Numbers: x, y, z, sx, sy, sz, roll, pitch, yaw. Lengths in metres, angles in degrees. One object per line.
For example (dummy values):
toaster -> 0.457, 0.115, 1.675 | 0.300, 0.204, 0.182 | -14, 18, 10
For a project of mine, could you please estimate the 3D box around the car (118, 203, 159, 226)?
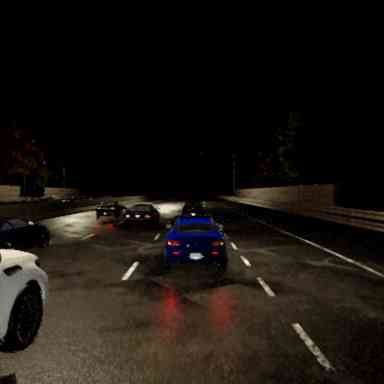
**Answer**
car -> -3.403, 1.563, 23.303 | 2.033, 1.411, 5.357 | 0, 0, 0

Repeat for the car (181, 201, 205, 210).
car -> 0.095, 1.527, 28.918 | 1.837, 1.490, 4.892 | 0, 0, 0

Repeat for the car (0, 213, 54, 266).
car -> -6.902, 1.570, 12.130 | 1.994, 1.385, 4.181 | 0, 0, 0

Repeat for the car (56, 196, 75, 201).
car -> -24.513, 1.597, 66.076 | 2.128, 1.511, 4.902 | 0, 0, 0

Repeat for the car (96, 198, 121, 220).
car -> -6.904, 1.513, 28.847 | 2.128, 1.511, 4.902 | 0, 0, 0

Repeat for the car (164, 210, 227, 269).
car -> 0.098, 1.531, 11.108 | 1.812, 1.442, 4.674 | 0, 0, 0

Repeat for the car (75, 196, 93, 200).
car -> -21.012, 1.571, 66.077 | 1.837, 1.490, 4.892 | 0, 0, 0

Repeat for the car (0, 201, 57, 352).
car -> -3.399, 1.223, 3.035 | 2.150, 2.045, 5.566 | 0, 0, 0

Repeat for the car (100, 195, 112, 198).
car -> -17.513, 1.414, 67.907 | 2.097, 1.767, 4.553 | 0, 0, 0

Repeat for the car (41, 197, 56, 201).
car -> -28.013, 1.611, 66.075 | 2.033, 1.411, 5.357 | 0, 0, 0
